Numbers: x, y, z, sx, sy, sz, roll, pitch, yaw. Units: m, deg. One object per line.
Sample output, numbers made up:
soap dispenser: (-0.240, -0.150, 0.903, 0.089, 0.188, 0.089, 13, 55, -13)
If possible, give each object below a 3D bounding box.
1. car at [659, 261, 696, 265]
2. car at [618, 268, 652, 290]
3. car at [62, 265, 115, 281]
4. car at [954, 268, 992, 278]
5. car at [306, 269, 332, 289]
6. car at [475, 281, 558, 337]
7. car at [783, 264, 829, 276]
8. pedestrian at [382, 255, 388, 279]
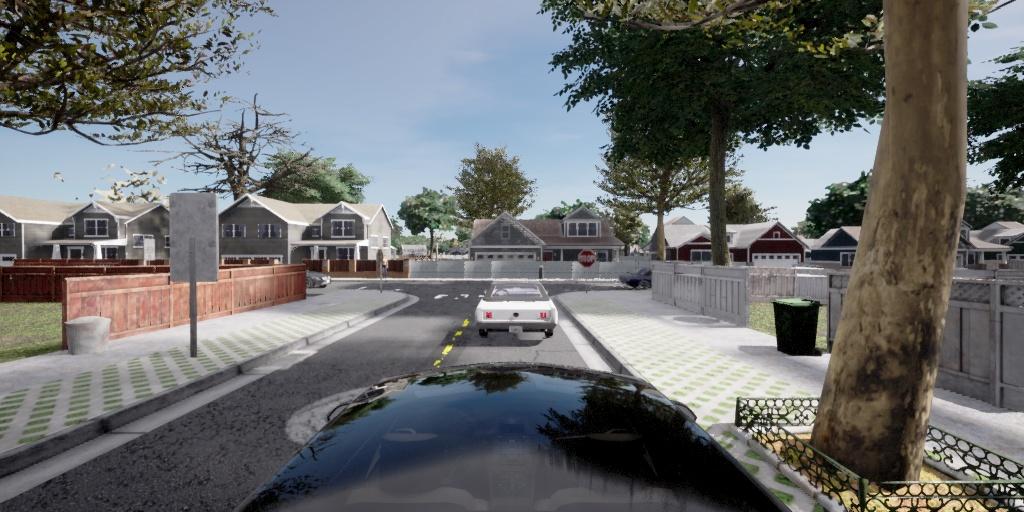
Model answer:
car: (10.671, 1.133, 24.750, 4.553, 1.767, 2.097, 0, 1, -1)
car: (9.065, 1.406, 21.790, 4.718, 1.301, 1.895, 0, 1, -1)
car: (-24.410, 1.232, 21.452, 4.181, 1.385, 1.994, 0, 1, 0)
car: (29.919, 1.455, 24.949, 4.718, 1.301, 1.895, 0, 1, 1)
car: (-13.330, 1.239, 21.508, 4.674, 1.442, 1.812, 0, 1, 2)
car: (0.124, 1.349, 10.237, 1.895, 1.301, 4.718, 0, 0, 1)
car: (19.800, 1.308, 24.841, 4.902, 1.511, 2.128, 0, 1, -1)
pedestrian: (-9.767, 0.809, 27.451, 0.375, 1.860, 0.375, 0, 0, -1)
